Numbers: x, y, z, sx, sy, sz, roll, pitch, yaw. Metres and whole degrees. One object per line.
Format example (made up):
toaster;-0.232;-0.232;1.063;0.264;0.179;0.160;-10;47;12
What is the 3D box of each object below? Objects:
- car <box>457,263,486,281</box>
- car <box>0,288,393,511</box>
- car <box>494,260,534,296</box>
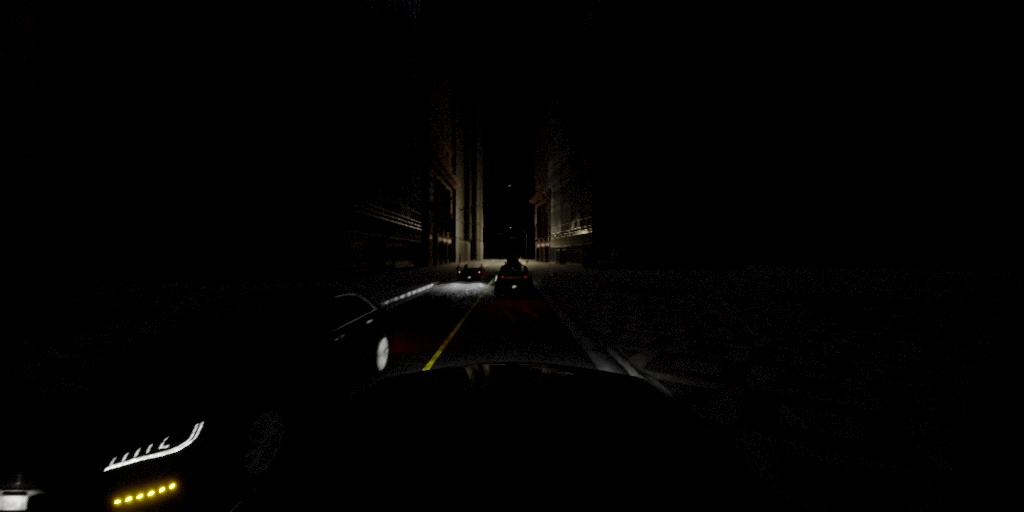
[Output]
car;-3.100;1.244;28.270;1.895;1.301;4.718;0;0;0
car;-3.065;1.244;4.633;1.837;1.490;4.892;0;1;0
car;0.099;1.180;18.764;2.128;1.511;4.902;0;0;0
